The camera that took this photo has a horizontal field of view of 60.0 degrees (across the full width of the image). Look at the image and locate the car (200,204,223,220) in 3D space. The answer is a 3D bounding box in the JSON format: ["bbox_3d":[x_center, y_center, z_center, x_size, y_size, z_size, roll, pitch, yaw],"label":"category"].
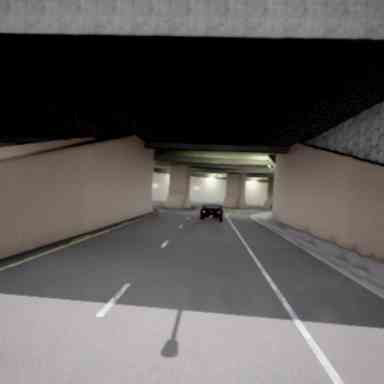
[{"bbox_3d":[1.770,1.721,29.703,1.895,1.301,4.718,3,0,4],"label":"car"}]
